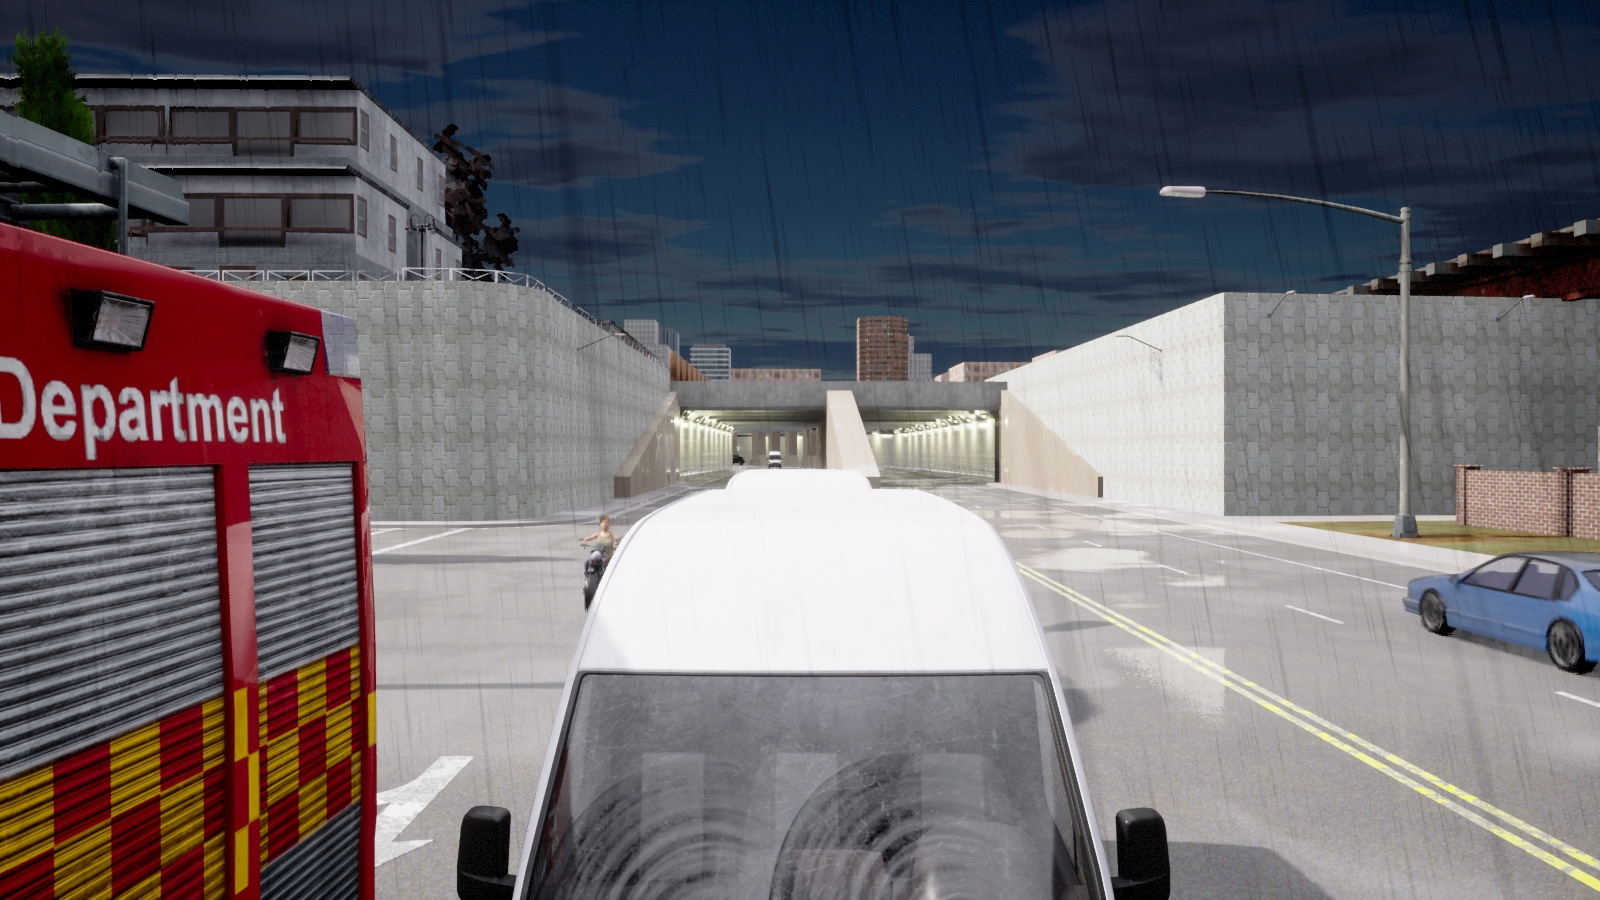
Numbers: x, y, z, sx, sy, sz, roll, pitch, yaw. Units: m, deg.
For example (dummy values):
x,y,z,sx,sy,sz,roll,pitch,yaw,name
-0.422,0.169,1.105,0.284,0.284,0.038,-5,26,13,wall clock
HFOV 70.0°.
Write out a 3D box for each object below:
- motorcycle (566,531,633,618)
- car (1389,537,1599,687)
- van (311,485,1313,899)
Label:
x,y,z,sx,sy,sz,roll,pitch,yaw,name
-3.522,2.170,20.263,0.764,1.277,2.356,0,0,0,motorcycle
10.489,2.106,15.681,2.033,1.411,5.357,0,0,0,car
0.047,1.534,5.226,1.988,2.561,5.915,0,0,1,van
